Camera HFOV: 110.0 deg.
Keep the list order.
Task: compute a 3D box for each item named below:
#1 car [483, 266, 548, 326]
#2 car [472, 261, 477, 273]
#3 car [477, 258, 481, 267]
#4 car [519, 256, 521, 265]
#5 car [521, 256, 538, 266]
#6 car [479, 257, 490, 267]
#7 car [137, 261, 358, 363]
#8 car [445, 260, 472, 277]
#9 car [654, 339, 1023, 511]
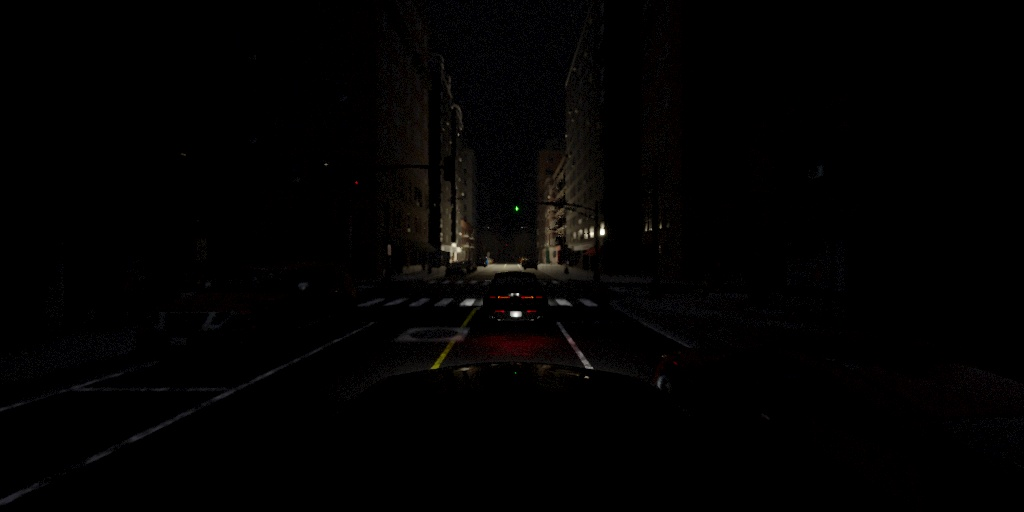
[{"bbox_3d":[0.099,1.248,11.664,1.837,1.490,4.892,0,0,0],"label":"car"},{"bbox_3d":[-5.384,1.267,40.224,1.888,1.381,4.507,0,0,0],"label":"car"},{"bbox_3d":[-5.384,1.243,45.508,1.751,1.417,4.829,0,0,0],"label":"car"},{"bbox_3d":[2.643,1.139,62.033,1.967,1.591,4.097,0,0,0],"label":"car"},{"bbox_3d":[2.642,1.152,51.124,1.967,1.591,4.097,0,0,0],"label":"car"},{"bbox_3d":[-5.382,1.265,62.040,1.948,1.339,4.313,0,0,0],"label":"car"},{"bbox_3d":[-5.387,1.060,8.306,2.192,1.841,5.009,0,0,0],"label":"car"},{"bbox_3d":[-5.384,1.277,34.769,2.007,1.370,4.403,0,0,0],"label":"car"},{"bbox_3d":[2.638,1.331,2.884,1.802,1.307,4.207,0,0,0],"label":"car"}]
